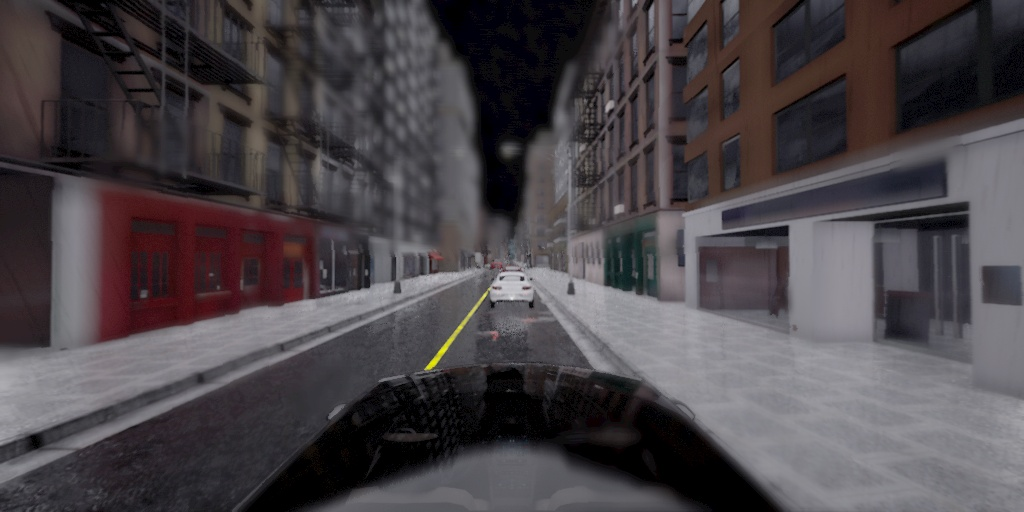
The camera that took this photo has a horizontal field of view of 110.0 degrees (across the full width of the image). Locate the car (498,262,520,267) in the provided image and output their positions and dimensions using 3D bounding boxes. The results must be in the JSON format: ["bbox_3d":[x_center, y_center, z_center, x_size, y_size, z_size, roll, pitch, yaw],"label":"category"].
[{"bbox_3d":[-0.002,1.526,31.317,1.882,1.535,5.008,0,0,0],"label":"car"}]

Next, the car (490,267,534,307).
[{"bbox_3d":[0.002,1.419,16.234,1.812,1.442,4.674,0,0,0],"label":"car"}]
